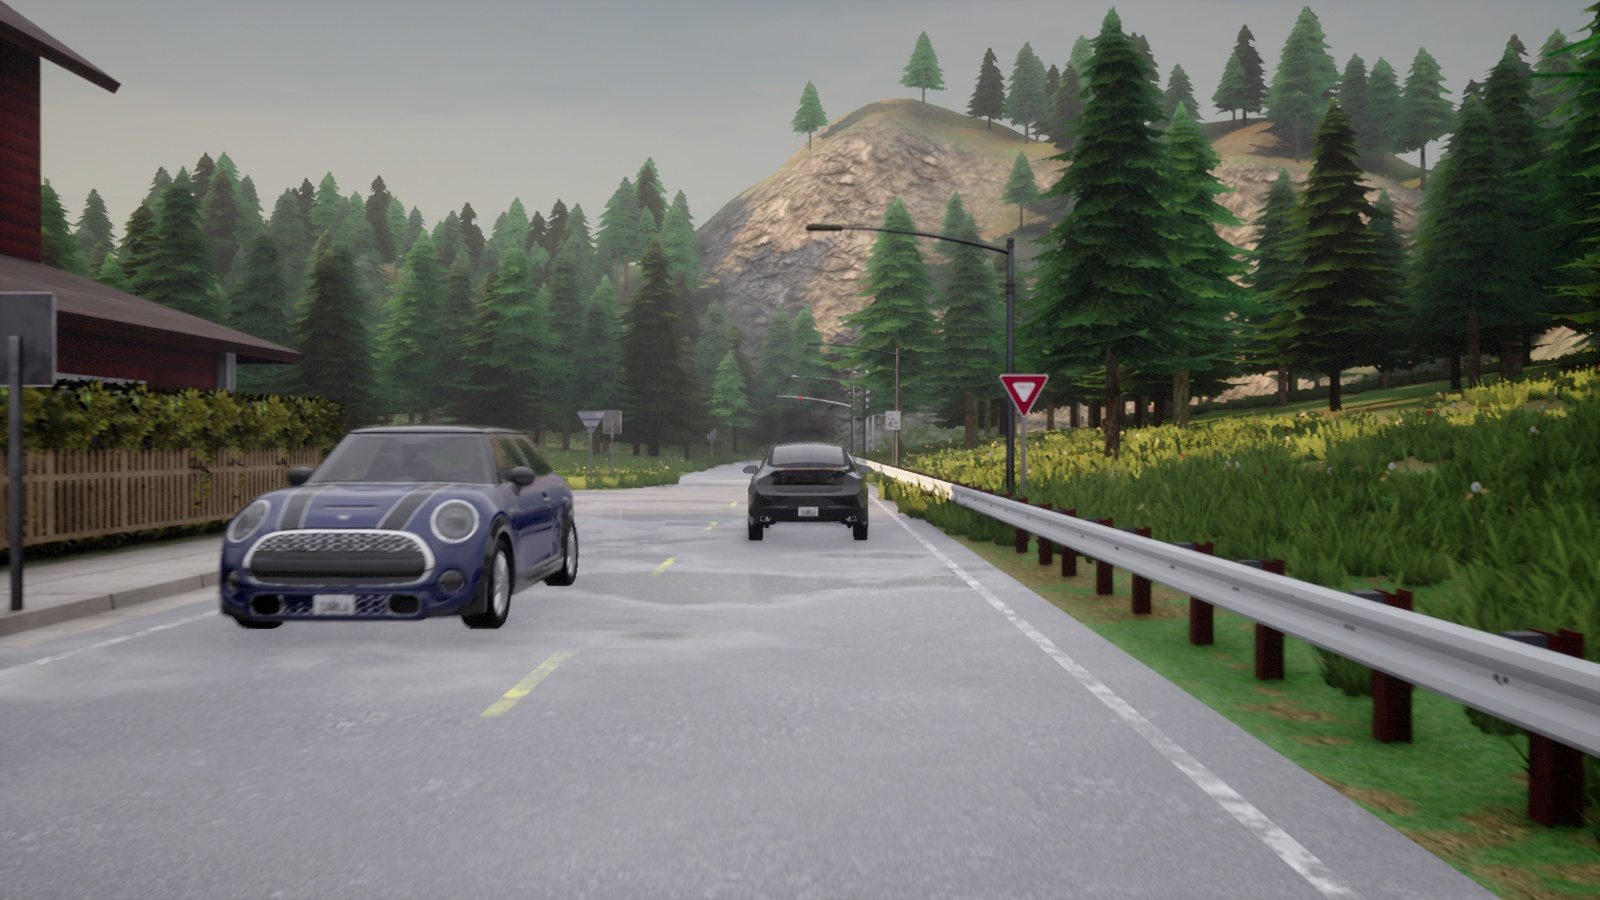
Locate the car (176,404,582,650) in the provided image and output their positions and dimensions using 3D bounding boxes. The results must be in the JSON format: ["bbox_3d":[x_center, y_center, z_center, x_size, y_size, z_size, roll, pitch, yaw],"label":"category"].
[{"bbox_3d":[-3.420,0.539,11.299,2.097,1.767,4.553,0,0,0],"label":"car"}]

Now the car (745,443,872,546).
[{"bbox_3d":[0.133,0.636,20.666,1.837,1.490,4.892,0,0,0],"label":"car"}]
